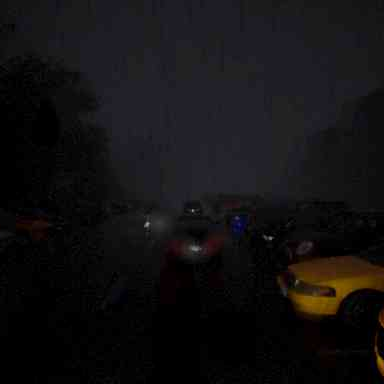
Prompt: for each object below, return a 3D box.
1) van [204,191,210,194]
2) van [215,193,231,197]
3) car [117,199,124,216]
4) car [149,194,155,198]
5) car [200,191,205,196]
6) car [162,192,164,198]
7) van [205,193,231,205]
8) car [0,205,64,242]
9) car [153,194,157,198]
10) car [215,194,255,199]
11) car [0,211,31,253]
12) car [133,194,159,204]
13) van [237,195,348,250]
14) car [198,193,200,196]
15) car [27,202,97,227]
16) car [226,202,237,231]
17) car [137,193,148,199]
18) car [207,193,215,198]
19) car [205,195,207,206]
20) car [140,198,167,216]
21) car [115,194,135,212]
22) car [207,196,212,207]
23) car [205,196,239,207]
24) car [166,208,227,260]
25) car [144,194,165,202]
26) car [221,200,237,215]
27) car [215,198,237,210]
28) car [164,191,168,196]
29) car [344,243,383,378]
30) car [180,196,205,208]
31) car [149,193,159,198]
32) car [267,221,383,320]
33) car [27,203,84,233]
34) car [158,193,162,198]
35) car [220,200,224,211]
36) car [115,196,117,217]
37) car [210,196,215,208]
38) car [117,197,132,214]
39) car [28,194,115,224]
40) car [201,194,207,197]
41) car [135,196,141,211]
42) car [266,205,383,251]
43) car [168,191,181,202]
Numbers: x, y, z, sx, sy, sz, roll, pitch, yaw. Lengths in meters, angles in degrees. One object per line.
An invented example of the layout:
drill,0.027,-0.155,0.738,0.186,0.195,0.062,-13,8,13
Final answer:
van,4.623,1.190,53.428,4.442,1.987,1.878,0,0,0
van,4.634,1.230,31.098,4.442,1.987,1.878,0,0,0
car,-8.563,1.552,28.348,4.674,1.452,2.002,0,0,0
car,-8.541,1.505,50.627,4.792,1.488,2.163,0,0,0
car,4.534,1.158,56.211,5.566,2.045,2.435,0,0,0
car,-8.610,1.310,67.212,4.553,1.767,2.185,0,0,0
van,4.620,1.177,58.870,4.442,1.987,1.878,0,0,0
car,-8.559,1.520,14.423,5.008,1.535,2.097,0,0,0
car,-8.578,1.469,53.413,5.008,1.535,2.097,0,0,0
car,4.550,1.333,28.377,4.553,1.767,2.185,0,0,0
car,-8.555,1.561,11.638,4.674,1.452,2.002,0,0,0
car,-8.545,1.323,61.767,4.553,1.767,2.185,0,0,0
van,4.408,1.242,14.460,4.442,1.987,1.878,0,0,0
car,4.684,1.365,72.910,5.366,1.575,1.946,0,0,0
car,-8.585,1.548,19.991,4.792,1.488,2.163,0,0,0
car,4.519,1.466,17.244,5.008,1.535,2.097,0,0,0
car,-8.539,1.246,39.488,5.566,2.045,2.435,0,0,0
car,4.543,1.314,42.294,4.553,1.767,2.185,0,0,0
car,4.505,1.435,45.078,4.892,1.521,2.231,0,0,0
car,-3.620,1.571,33.154,1.994,1.385,4.181,0,0,0
car,-8.532,1.380,33.917,4.553,1.767,2.185,0,0,0
car,4.512,1.484,39.511,4.674,1.452,2.002,0,0,0
car,4.515,1.423,50.644,4.892,1.521,2.231,0,0,0
car,0.077,1.531,12.309,1.812,1.442,4.674,0,0,0
car,-8.552,1.289,75.693,4.553,1.767,2.185,0,0,0
car,4.528,1.465,20.027,5.008,1.535,2.097,0,0,0
car,4.706,1.458,25.594,5.366,1.575,1.946,0,0,0
car,-8.611,1.170,72.907,5.566,2.045,2.435,0,0,0
car,4.536,1.467,3.327,5.008,1.535,2.097,0,0,0
car,0.074,1.496,33.707,1.837,1.490,4.892,0,0,0
car,-8.759,1.460,56.073,5.366,1.575,1.946,0,0,0
car,4.344,1.466,6.110,5.366,1.575,1.946,0,0,0
car,-8.562,1.521,17.208,4.892,1.521,2.231,0,0,0
car,-8.604,1.205,58.857,5.566,2.045,2.435,0,0,0
car,4.519,1.504,22.811,4.674,1.452,2.002,0,0,0
car,-8.528,1.389,25.563,4.553,1.767,2.185,0,0,0
car,4.546,1.482,33.945,4.792,1.488,2.163,0,0,0
car,-8.556,1.509,31.132,5.008,1.535,2.097,0,0,0
car,-8.531,1.266,22.779,5.566,2.045,2.435,0,0,0
car,4.325,1.426,47.861,5.366,1.575,1.946,0,0,0
car,-8.569,1.502,36.702,5.008,1.535,2.097,0,0,0
car,4.559,1.342,8.769,4.553,1.767,2.185,0,0,0
car,-3.541,1.213,74.579,2.097,1.767,4.553,0,0,0
